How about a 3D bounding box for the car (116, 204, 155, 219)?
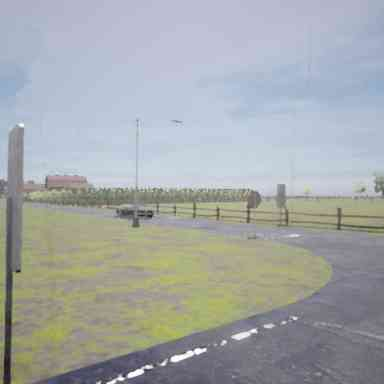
[{"bbox_3d":[-5.347,1.834,31.158,1.895,1.301,4.718,1,-1,-36],"label":"car"}]
